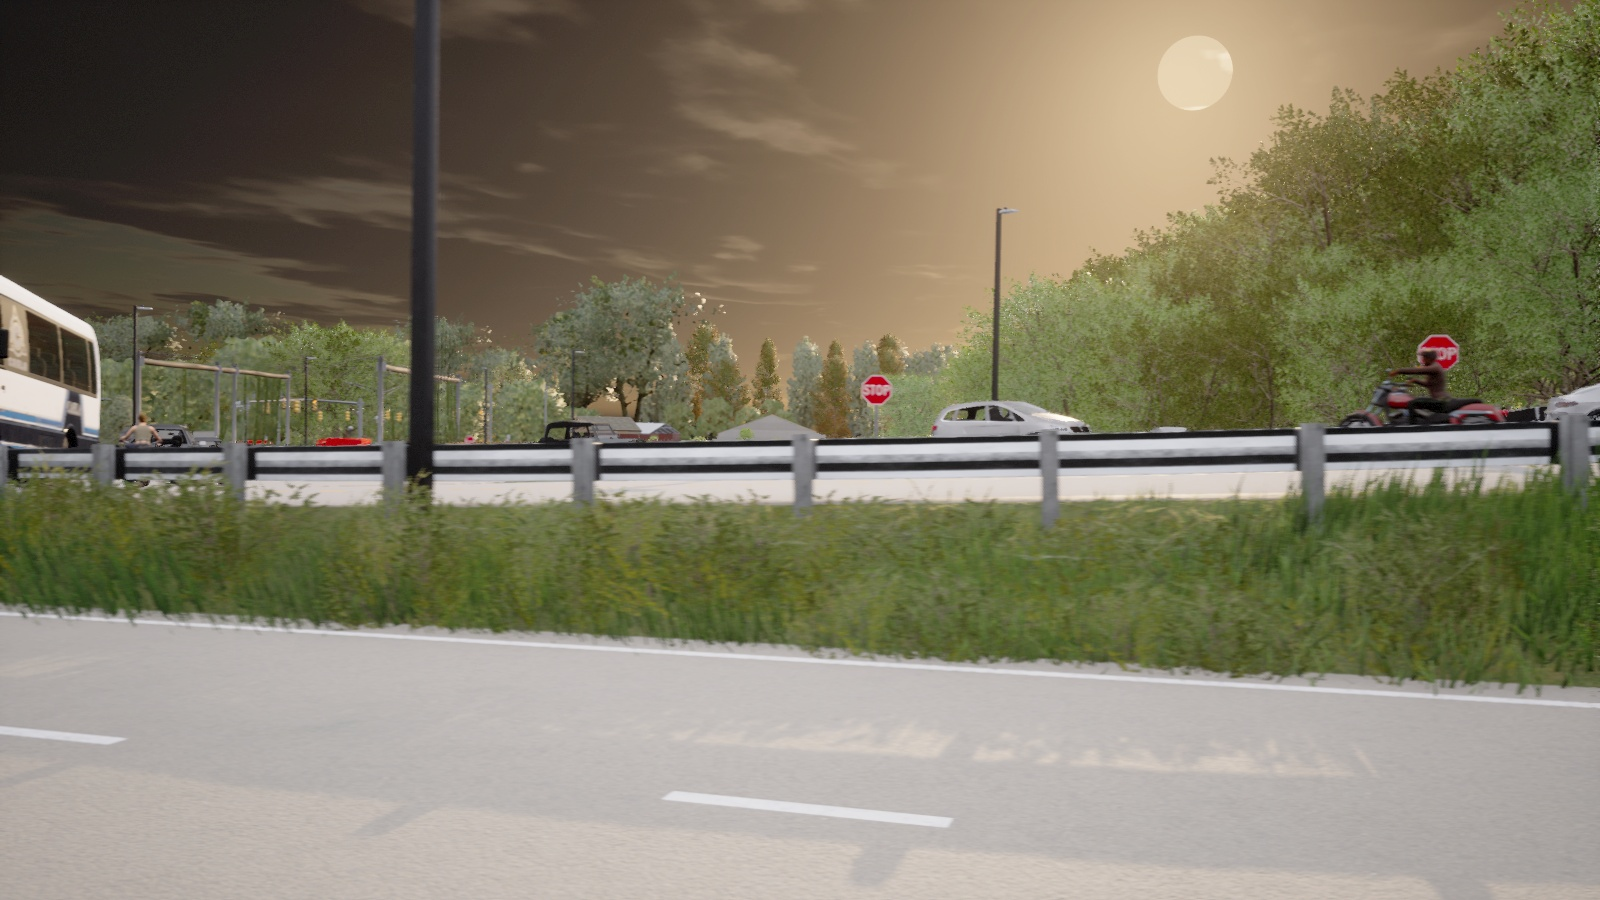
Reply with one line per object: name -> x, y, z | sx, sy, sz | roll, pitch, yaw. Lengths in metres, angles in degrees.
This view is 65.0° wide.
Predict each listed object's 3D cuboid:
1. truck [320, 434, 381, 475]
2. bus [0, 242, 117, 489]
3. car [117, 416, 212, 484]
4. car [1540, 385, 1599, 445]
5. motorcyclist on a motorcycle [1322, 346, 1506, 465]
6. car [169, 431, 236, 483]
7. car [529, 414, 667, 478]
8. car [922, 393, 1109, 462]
truck -> -28.653, 0.269, 80.200 | 2.627, 2.467, 5.204 | 1, 0, -9
bus -> -17.029, -1.445, 24.929 | 3.944, 4.253, 10.273 | 2, -3, -17
car -> -18.533, 0.042, 36.809 | 1.932, 1.855, 4.605 | 1, -1, -20
car -> 21.440, -0.926, 31.502 | 4.674, 1.442, 1.812 | -1, 0, 19
motorcyclist on a motorcycle -> 9.133, -0.617, 18.728 | 2.350, 1.649, 0.766 | -1, -2, 35
car -> -22.388, 0.275, 46.958 | 1.932, 1.855, 4.605 | 0, 0, -29
car -> -6.490, -0.112, 40.470 | 3.866, 1.878, 1.905 | -2, 0, 19
car -> 5.932, -0.595, 34.956 | 4.611, 1.667, 2.242 | -3, -1, 44
